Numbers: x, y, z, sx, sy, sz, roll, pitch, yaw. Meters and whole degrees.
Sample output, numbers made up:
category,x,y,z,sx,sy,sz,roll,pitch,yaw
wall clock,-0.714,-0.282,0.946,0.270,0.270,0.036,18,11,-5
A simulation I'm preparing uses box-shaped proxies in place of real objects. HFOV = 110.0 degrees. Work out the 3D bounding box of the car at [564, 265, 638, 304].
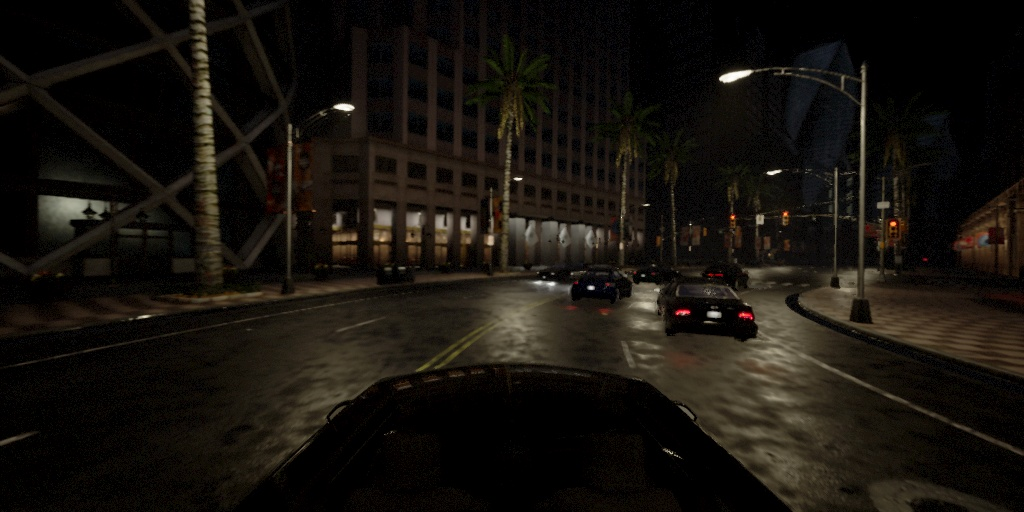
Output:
category,x,y,z,sx,sy,sz,roll,pitch,yaw
car,4.223,1.277,16.487,1.994,1.385,4.181,1,0,29

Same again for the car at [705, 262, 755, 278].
category,x,y,z,sx,sy,sz,roll,pitch,yaw
car,13.226,1.286,22.207,1.837,1.490,4.892,1,0,45

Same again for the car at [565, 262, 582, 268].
category,x,y,z,sx,sy,sz,roll,pitch,yaw
car,5.996,1.284,25.172,1.895,1.301,4.718,1,0,42

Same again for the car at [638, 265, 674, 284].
category,x,y,z,sx,sy,sz,roll,pitch,yaw
car,10.322,1.296,25.377,4.181,1.385,1.994,0,0,-41

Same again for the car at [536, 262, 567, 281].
category,x,y,z,sx,sy,sz,roll,pitch,yaw
car,4.210,1.191,28.431,2.033,1.411,5.357,1,0,43

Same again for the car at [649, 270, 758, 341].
category,x,y,z,sx,sy,sz,roll,pitch,yaw
car,5.173,1.308,10.120,2.033,1.411,5.357,1,0,19
